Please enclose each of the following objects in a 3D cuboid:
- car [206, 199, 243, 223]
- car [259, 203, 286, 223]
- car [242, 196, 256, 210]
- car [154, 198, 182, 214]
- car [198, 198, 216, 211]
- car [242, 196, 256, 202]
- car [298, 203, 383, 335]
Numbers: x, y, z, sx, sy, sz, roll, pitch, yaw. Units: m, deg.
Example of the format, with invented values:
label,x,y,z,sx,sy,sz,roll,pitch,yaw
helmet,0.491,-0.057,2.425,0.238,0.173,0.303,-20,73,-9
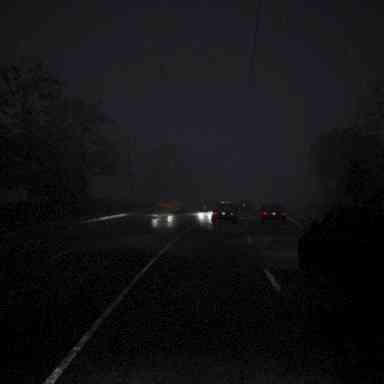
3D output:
label,x,y,z,sx,sy,sz,roll,pitch,yaw
car,2.626,1.552,25.486,2.033,1.411,5.357,0,0,10
car,6.199,1.563,25.703,2.033,1.411,5.357,0,0,11
car,6.900,1.579,42.486,1.994,1.385,4.181,0,0,17
car,-2.477,1.462,35.735,1.882,1.535,5.008,0,0,14
car,2.116,1.490,39.430,2.128,1.511,4.902,0,0,16
car,12.752,1.568,74.079,1.994,1.385,4.181,0,0,28
car,3.883,1.230,6.827,2.150,2.045,5.566,0,0,3
